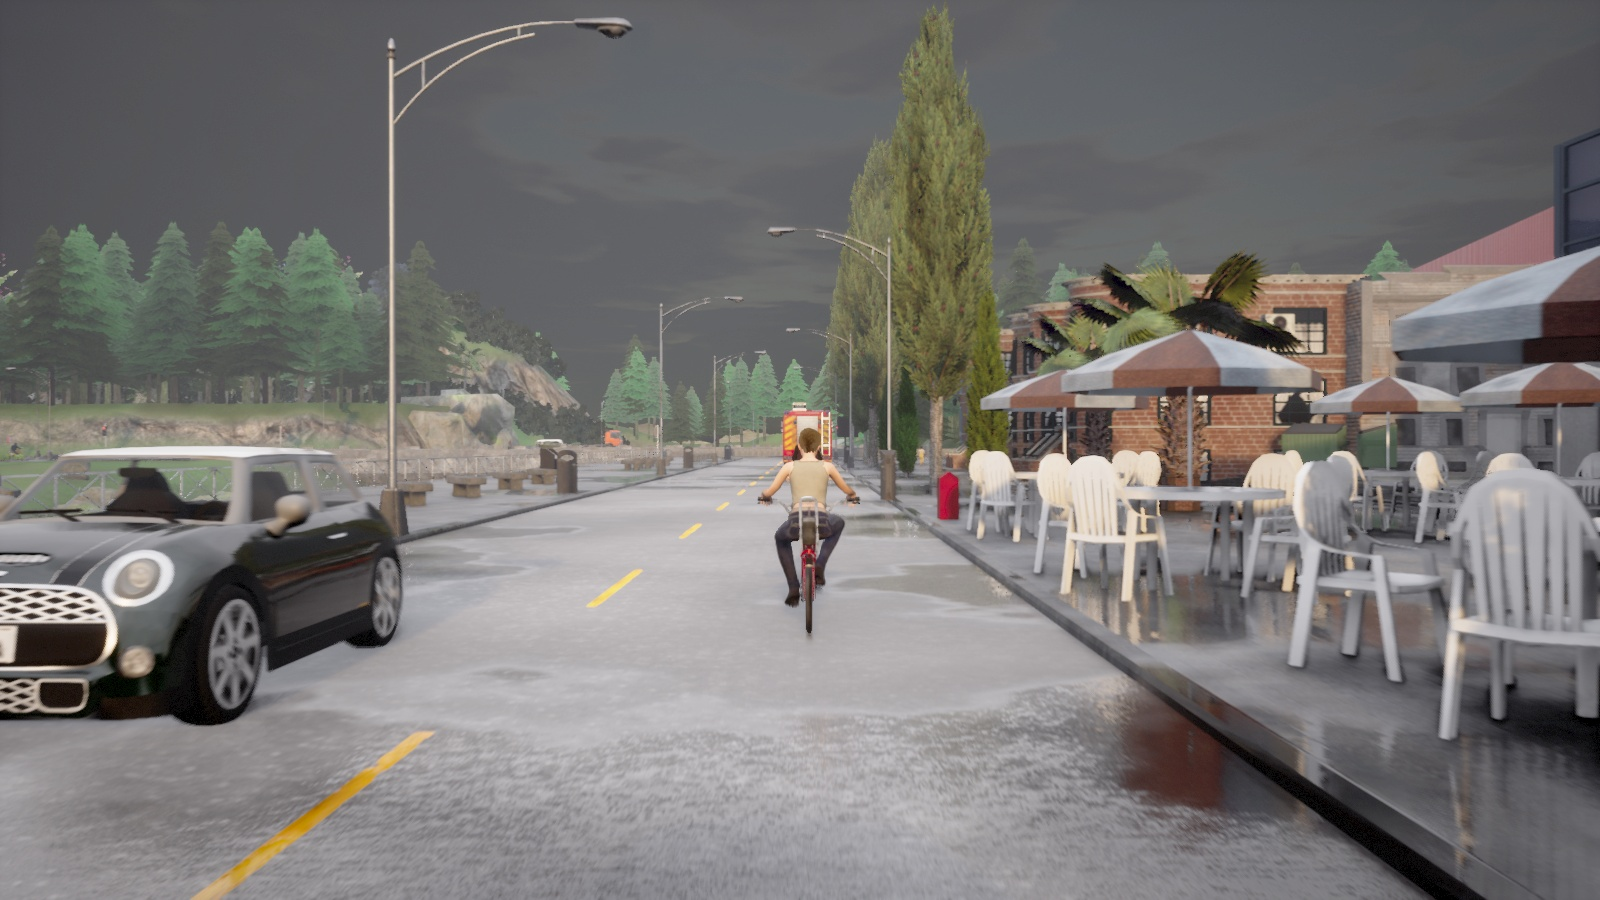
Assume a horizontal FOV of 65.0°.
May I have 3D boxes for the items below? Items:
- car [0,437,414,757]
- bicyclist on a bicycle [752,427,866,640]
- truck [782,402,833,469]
[{"bbox_3d":[-3.941,0.665,7.695,1.970,1.475,3.806,0,0,0],"label":"car"},{"bbox_3d":[0.072,0.625,10.259,0.866,1.612,1.509,0,0,0],"label":"bicyclist on a bicycle"},{"bbox_3d":[0.437,-0.847,76.079,2.891,3.827,8.468,0,0,0],"label":"truck"}]
